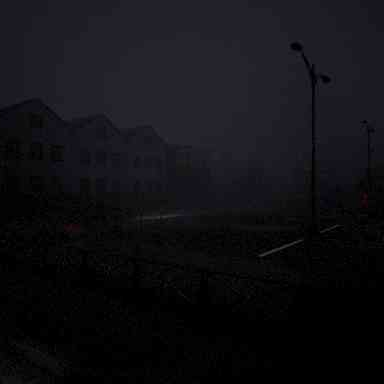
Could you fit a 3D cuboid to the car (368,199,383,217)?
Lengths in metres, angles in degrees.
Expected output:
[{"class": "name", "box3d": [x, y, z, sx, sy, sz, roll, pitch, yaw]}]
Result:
[{"class": "car", "box3d": [15.494, 1.298, 26.768, 2.007, 1.523, 4.514, 0, 0, 35]}]

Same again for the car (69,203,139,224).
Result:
[{"class": "car", "box3d": [-5.909, 1.409, 23.045, 1.895, 1.301, 4.718, 0, 0, 35]}]
